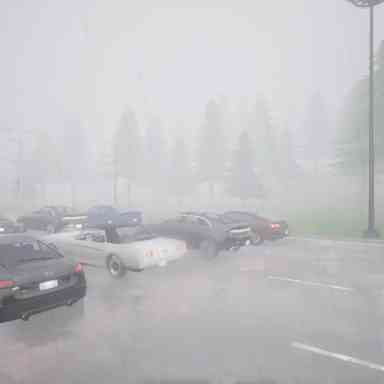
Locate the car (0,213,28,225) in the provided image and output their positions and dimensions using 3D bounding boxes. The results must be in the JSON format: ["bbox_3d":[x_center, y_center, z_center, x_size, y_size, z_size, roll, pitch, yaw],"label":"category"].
[{"bbox_3d":[-9.693,1.564,15.187,4.181,1.385,1.994,0,0,36],"label":"car"}]

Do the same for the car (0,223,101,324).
[{"bbox_3d":[-4.097,1.564,6.871,4.181,1.385,1.994,0,0,35],"label":"car"}]

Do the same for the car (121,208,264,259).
[{"bbox_3d":[-0.092,1.491,12.624,4.902,1.511,2.128,0,0,36],"label":"car"}]

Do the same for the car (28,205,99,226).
[{"bbox_3d":[-7.620,1.491,18.008,4.902,1.511,2.128,0,0,36],"label":"car"}]

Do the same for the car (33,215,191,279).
[{"bbox_3d":[-2.568,1.601,10.090,4.718,1.301,1.895,0,0,36],"label":"car"}]

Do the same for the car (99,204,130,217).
[{"bbox_3d":[-5.292,1.478,20.649,5.008,1.535,1.882,0,0,36],"label":"car"}]

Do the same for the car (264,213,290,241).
[{"bbox_3d":[2.113,1.526,15.349,4.674,1.442,1.812,0,0,36],"label":"car"}]
